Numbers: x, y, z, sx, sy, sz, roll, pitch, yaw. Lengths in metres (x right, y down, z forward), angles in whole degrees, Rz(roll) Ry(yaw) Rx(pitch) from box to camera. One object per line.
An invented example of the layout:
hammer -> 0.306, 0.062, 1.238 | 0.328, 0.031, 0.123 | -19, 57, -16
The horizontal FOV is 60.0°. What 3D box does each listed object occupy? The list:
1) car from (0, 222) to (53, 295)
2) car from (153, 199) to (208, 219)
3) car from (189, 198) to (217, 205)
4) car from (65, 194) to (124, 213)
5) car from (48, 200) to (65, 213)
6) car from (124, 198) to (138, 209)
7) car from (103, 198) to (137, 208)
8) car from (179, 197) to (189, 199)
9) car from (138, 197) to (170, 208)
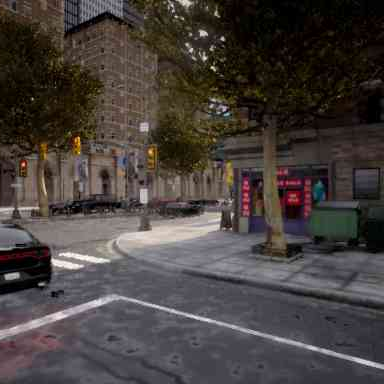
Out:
car -> -5.130, 1.486, 8.292 | 1.882, 1.535, 5.008 | -1, 1, -42
car -> -0.911, 1.601, 29.813 | 1.895, 1.301, 4.718 | 0, 0, 37
car -> 2.066, 1.601, 53.643 | 1.895, 1.301, 4.718 | 0, 0, 36
car -> -10.498, 1.221, 36.226 | 2.150, 2.045, 5.566 | 0, 0, 36
car -> -13.763, 1.547, 37.679 | 2.033, 1.411, 5.357 | 0, 0, 36
car -> -7.766, 1.525, 45.983 | 1.812, 1.442, 4.674 | 0, 0, 36
car -> -10.271, 1.595, 47.917 | 1.895, 1.301, 4.718 | 0, 0, 36
car -> -1.359, 1.564, 54.886 | 1.994, 1.385, 4.181 | 0, 0, 35
car -> -4.481, 1.477, 44.576 | 1.882, 1.535, 5.008 | 0, 0, 36
